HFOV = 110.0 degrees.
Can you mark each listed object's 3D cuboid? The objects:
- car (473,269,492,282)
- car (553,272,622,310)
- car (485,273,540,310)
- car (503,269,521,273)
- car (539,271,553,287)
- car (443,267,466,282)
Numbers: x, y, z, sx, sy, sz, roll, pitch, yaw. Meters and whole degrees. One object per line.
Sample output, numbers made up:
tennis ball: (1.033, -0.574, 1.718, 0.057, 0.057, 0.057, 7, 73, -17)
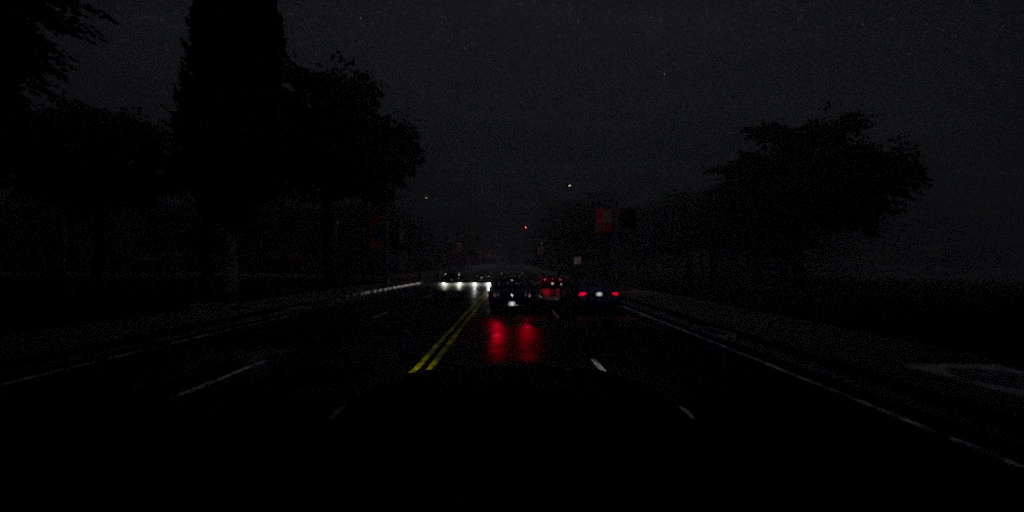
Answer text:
car: (-3.251, 2.183, 40.507, 1.837, 1.490, 4.892, 0, -2, 0)
car: (3.253, 1.525, 15.860, 2.033, 1.411, 5.357, 0, -1, 0)
car: (0.004, 1.581, 15.977, 1.895, 1.301, 4.718, 0, -1, 0)
car: (0.009, 1.873, 31.352, 1.882, 1.535, 5.008, 0, -1, 0)
car: (3.255, 1.984, 30.977, 1.895, 1.301, 4.718, 0, -2, 0)
car: (-6.500, 2.027, 40.751, 2.097, 1.767, 4.553, 0, -1, 0)
